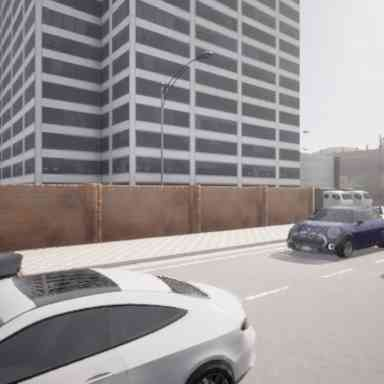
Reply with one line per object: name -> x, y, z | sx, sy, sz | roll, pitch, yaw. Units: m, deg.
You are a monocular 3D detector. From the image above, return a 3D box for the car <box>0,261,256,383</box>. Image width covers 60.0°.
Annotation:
car -> -1.415, 1.526, 2.919 | 4.674, 1.442, 1.812 | 0, 0, -37

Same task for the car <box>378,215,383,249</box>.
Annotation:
car -> 7.986, 1.491, 10.153 | 4.902, 1.511, 2.128 | 0, 0, -37

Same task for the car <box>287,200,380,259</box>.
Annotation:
car -> 5.711, 1.351, 12.819 | 4.553, 1.767, 2.097 | 0, 0, -37

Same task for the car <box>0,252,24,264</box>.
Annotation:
car -> -4.972, 1.505, 4.613 | 4.892, 1.490, 1.837 | 0, 0, -38
